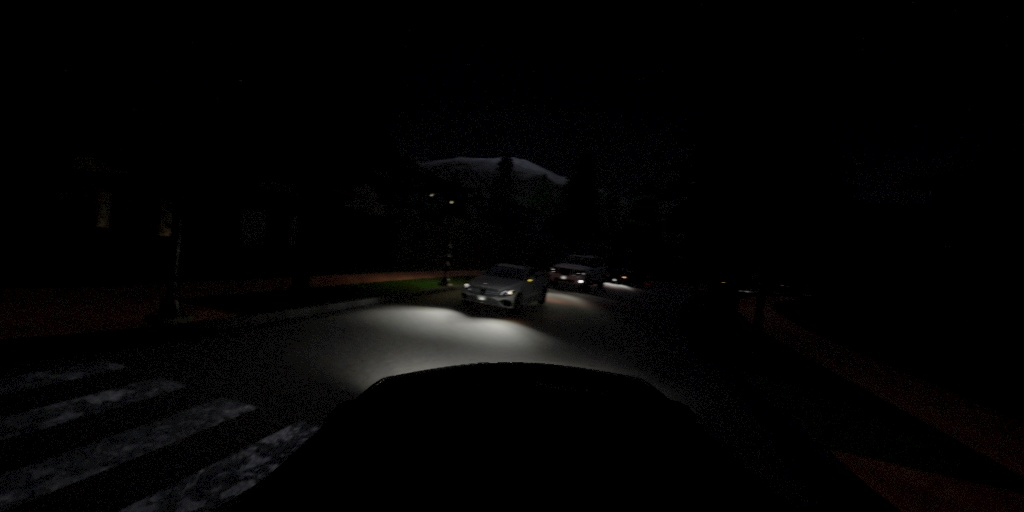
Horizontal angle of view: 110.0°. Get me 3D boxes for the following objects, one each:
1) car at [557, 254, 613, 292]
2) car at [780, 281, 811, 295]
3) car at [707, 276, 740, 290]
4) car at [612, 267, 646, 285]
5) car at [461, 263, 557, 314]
[{"bbox_3d":[4.208,0.917,22.072,2.150,2.045,5.566,7,2,29],"label":"car"},{"bbox_3d":[37.197,4.153,46.489,4.553,1.767,2.097,6,2,-22],"label":"car"},{"bbox_3d":[22.592,2.883,38.250,4.674,1.442,1.812,5,2,-38],"label":"car"},{"bbox_3d":[9.906,1.661,30.742,2.033,1.411,5.357,8,2,38],"label":"car"},{"bbox_3d":[-0.028,0.995,12.665,1.812,1.442,4.674,7,2,21],"label":"car"}]
